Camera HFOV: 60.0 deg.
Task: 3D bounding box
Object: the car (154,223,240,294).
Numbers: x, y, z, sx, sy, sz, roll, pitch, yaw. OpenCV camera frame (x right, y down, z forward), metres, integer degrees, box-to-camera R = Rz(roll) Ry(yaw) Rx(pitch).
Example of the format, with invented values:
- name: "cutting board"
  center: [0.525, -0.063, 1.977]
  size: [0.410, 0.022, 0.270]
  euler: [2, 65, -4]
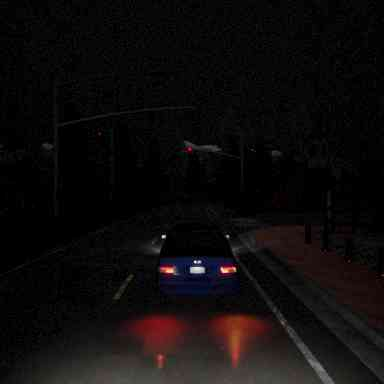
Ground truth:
- name: "car"
  center: [0.101, 1.547, 8.899]
  size: [2.033, 1.411, 5.357]
  euler: [0, 0, 0]
